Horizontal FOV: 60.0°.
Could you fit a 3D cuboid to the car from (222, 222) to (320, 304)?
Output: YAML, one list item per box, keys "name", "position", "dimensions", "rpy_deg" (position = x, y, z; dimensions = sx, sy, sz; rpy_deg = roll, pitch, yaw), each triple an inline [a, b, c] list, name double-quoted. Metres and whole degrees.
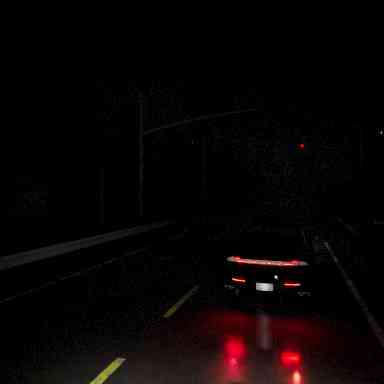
- name: "car"
  position: [2.070, 1.491, 8.270]
  dimensions: [2.128, 1.511, 4.902]
  rpy_deg: [0, 0, 18]
